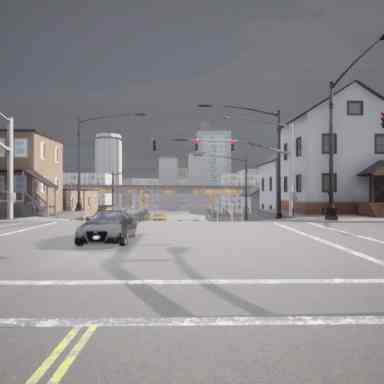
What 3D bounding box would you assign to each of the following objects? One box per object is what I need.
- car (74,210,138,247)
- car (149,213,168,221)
[{"bbox_3d":[-3.628,1.513,14.630,1.994,1.385,4.181,0,0,0],"label":"car"},{"bbox_3d":[-3.730,3.151,37.720,1.882,1.535,5.008,0,-8,-1],"label":"car"}]
